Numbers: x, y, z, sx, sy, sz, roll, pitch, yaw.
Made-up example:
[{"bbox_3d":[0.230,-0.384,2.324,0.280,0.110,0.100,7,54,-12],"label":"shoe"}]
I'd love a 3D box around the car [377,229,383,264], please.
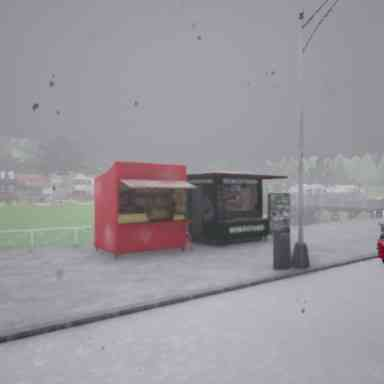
[{"bbox_3d":[8.013,1.257,10.315,5.566,2.045,2.150,0,0,-35],"label":"car"}]
